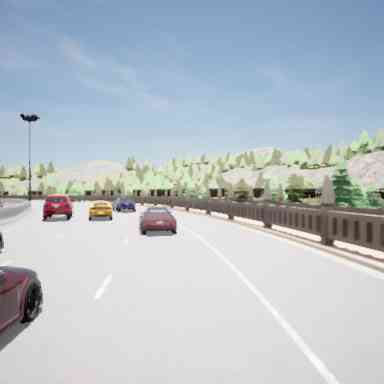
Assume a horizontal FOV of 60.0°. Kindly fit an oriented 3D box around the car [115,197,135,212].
[{"bbox_3d":[-8.259,1.407,40.084,2.097,1.767,4.553,0,0,-22],"label":"car"}]

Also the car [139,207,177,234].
[{"bbox_3d":[-2.065,1.583,19.509,1.994,1.385,4.181,0,0,-11],"label":"car"}]

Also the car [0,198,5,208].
[{"bbox_3d":[-23.484,1.467,39.512,2.097,1.767,4.553,0,0,-26],"label":"car"}]

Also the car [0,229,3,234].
[{"bbox_3d":[-7.702,1.528,10.403,2.128,1.511,4.902,0,0,-6],"label":"car"}]

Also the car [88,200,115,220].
[{"bbox_3d":[-8.072,1.526,29.294,1.882,1.535,5.008,0,0,-16],"label":"car"}]

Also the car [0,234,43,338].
[{"bbox_3d":[-3.711,1.581,4.529,1.994,1.385,4.181,0,0,-2],"label":"car"}]

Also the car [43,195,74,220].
[{"bbox_3d":[-11.646,1.284,29.160,2.150,2.045,5.566,0,0,-17],"label":"car"}]
